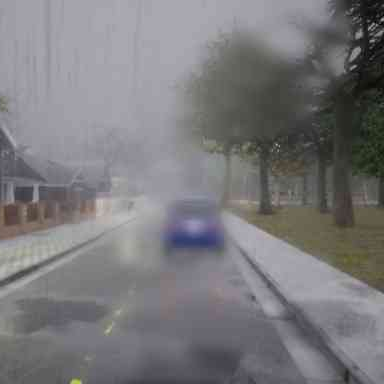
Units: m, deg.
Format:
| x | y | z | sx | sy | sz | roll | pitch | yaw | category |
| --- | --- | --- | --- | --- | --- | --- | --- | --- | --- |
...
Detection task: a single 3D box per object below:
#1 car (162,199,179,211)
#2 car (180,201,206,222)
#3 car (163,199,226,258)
| x | y | z | sx | sy | sz | roll | pitch | yaw | category |
| --- | --- | --- | --- | --- | --- | --- | --- | --- | --- |
| -2.827 | 1.726 | 44.985 | 1.882 | 1.535 | 5.008 | 0 | 0 | 0 | car |
| 0.091 | 1.646 | 29.282 | 2.128 | 1.511 | 4.902 | 0 | 0 | 0 | car |
| 0.089 | 1.288 | 13.259 | 2.150 | 2.045 | 5.566 | 0 | 0 | 0 | car |
